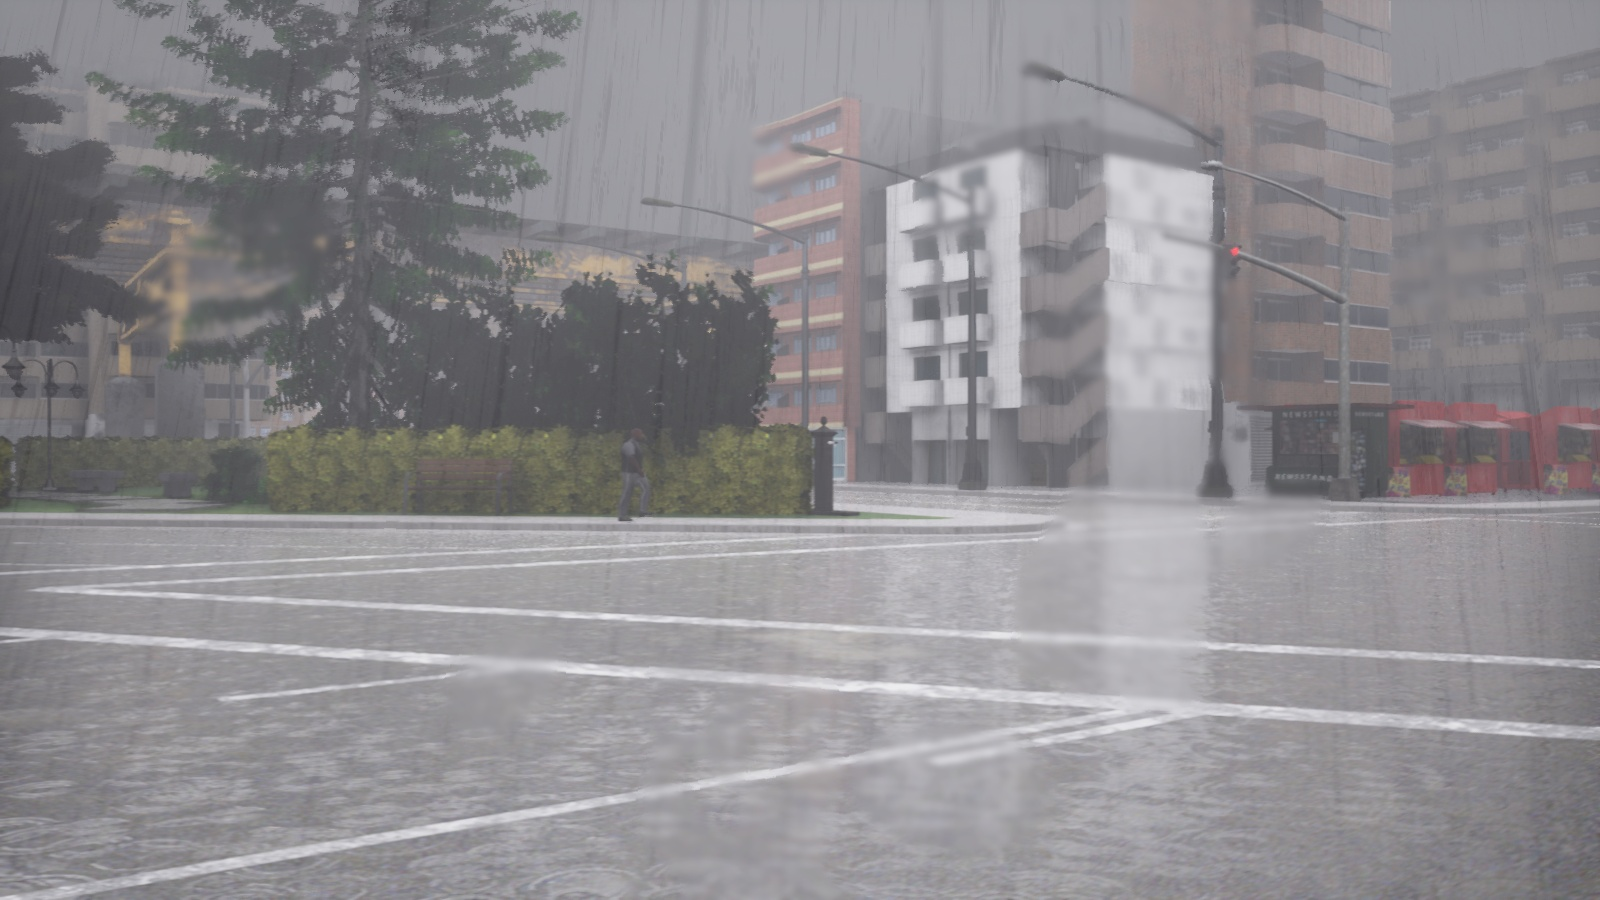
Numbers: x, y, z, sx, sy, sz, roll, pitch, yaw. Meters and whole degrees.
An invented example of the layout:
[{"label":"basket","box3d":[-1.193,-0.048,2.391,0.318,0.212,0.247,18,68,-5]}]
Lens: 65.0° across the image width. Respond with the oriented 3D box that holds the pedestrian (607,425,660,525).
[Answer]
[{"label":"pedestrian","box3d":[-3.179,0.468,24.011,0.849,1.883,0.563,0,0,13]}]
